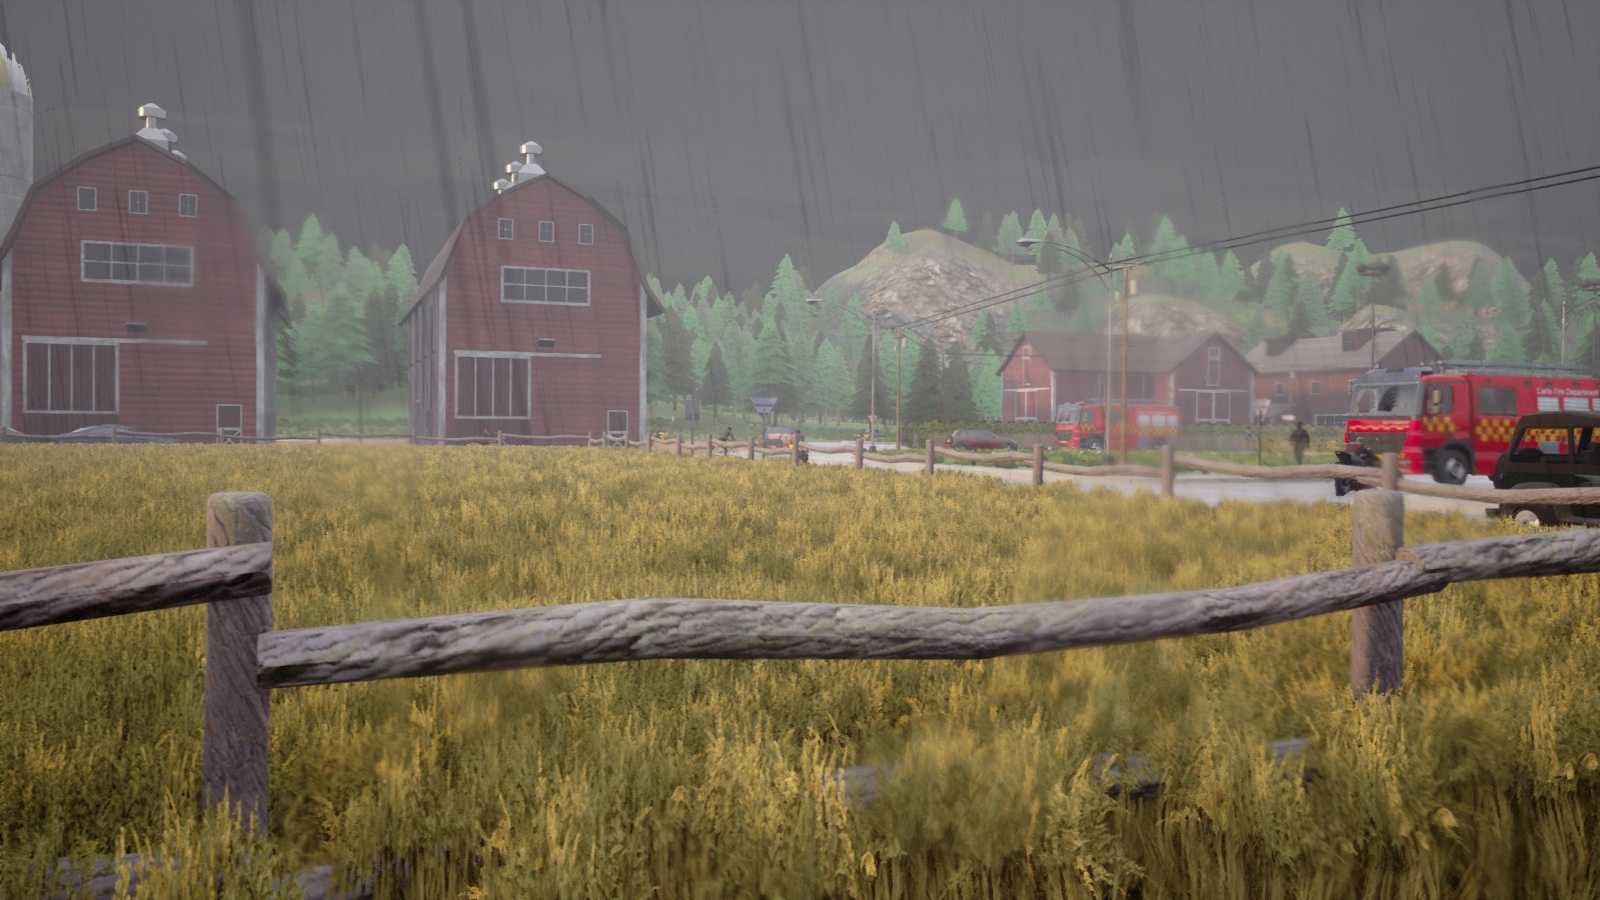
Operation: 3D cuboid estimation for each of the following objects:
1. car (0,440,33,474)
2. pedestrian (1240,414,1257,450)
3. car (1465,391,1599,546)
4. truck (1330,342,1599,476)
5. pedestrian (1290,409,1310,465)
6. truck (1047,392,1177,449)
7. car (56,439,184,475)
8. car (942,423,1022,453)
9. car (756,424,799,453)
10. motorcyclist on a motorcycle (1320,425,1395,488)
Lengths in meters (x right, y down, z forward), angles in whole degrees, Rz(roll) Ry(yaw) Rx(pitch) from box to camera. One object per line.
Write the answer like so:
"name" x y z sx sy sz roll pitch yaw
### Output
"car" -36.156 0.340 54.510 4.674 1.442 1.812 -1 1 -24
"pedestrian" 24.539 -0.969 68.667 0.788 1.949 0.423 0 1 36
"car" 10.580 0.214 15.525 1.905 1.878 3.866 -1 1 -21
"truck" 20.772 -1.250 38.801 8.468 3.827 2.891 -1 1 -22
"pedestrian" 17.382 -0.472 43.681 0.402 1.930 0.666 0 1 44
"truck" 21.364 -2.037 85.859 8.468 3.827 2.891 -1 1 -21
"car" -29.076 0.268 53.864 4.674 1.442 1.812 -1 1 -24
"car" 11.350 -0.776 78.514 4.553 1.767 2.097 -1 1 -9
"car" -1.452 -0.778 82.177 2.097 1.767 4.553 -1 1 8
"motorcyclist on a motorcycle" 14.250 0.137 32.072 2.191 1.530 0.866 -1 3 -40
